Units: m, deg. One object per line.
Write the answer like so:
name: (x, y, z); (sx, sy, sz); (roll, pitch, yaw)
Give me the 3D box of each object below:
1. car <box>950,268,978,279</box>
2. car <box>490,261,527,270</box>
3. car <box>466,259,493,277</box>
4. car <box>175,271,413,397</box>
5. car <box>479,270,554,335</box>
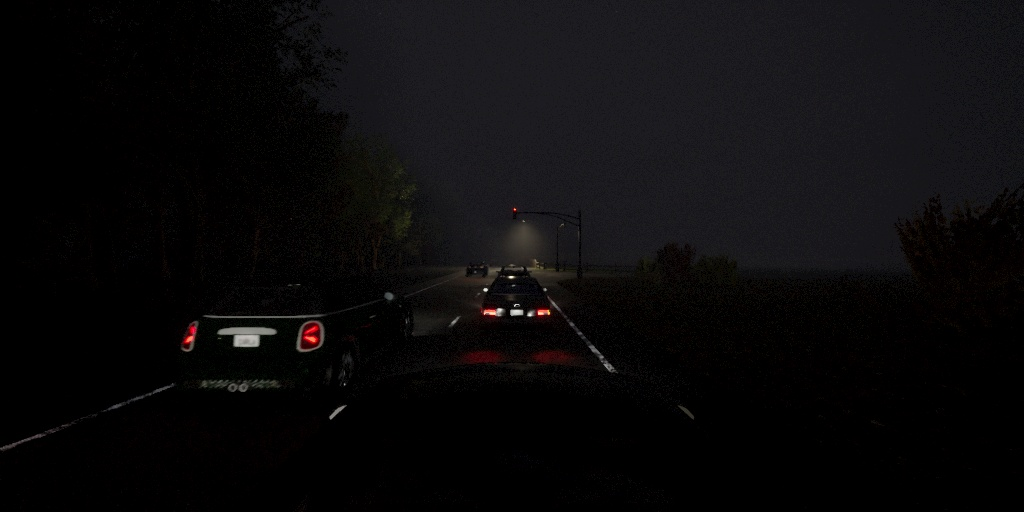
car: (50.203, 1.896, 38.862); (4.718, 1.301, 1.895); (1, -1, 0)
car: (0.103, 1.246, 20.219); (2.128, 1.511, 4.902); (0, 0, 0)
car: (-3.403, 1.249, 35.719); (2.128, 1.511, 4.902); (0, 0, 0)
car: (-3.400, 1.104, 6.720); (2.097, 1.767, 4.553); (0, 0, 0)
car: (0.101, 1.300, 10.470); (2.033, 1.411, 5.357); (0, 0, 0)
